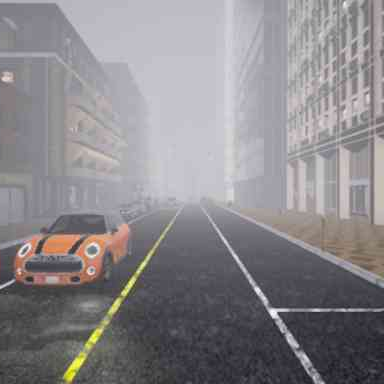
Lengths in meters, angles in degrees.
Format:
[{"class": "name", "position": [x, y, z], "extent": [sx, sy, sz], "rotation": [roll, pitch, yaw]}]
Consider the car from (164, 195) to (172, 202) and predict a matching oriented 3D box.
[{"class": "car", "position": [-5.680, 1.523, 79.198], "extent": [1.752, 1.417, 4.829], "rotation": [0, 0, 0]}]

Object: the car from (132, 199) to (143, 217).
[{"class": "car", "position": [-5.687, 1.570, 28.531], "extent": [1.802, 1.307, 4.206], "rotation": [0, 0, 0]}]

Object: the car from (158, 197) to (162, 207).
[{"class": "car", "position": [-5.683, 1.429, 51.126], "extent": [1.967, 1.590, 4.097], "rotation": [0, 0, 0]}]

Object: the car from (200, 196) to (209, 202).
[{"class": "car", "position": [2.701, 1.560, 73.718], "extent": [1.947, 1.339, 4.313], "rotation": [0, 0, 0]}]

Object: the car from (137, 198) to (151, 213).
[{"class": "car", "position": [-5.686, 1.570, 34.179], "extent": [1.802, 1.307, 4.206], "rotation": [0, 0, 0]}]

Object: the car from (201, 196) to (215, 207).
[{"class": "car", "position": [2.697, 1.514, 51.294], "extent": [1.752, 1.417, 4.829], "rotation": [0, 0, 0]}]

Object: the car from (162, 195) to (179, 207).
[{"class": "car", "position": [-3.071, 1.515, 50.775], "extent": [1.812, 1.442, 4.674], "rotation": [0, 0, 0]}]

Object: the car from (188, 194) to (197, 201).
[{"class": "car", "position": [0.012, 1.200, 79.774], "extent": [2.097, 1.767, 4.553], "rotation": [0, 0, 0]}]

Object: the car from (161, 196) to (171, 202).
[{"class": "car", "position": [-5.681, 1.561, 73.719], "extent": [1.947, 1.339, 4.313], "rotation": [0, 0, 0]}]

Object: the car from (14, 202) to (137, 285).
[{"class": "car", "position": [-3.099, 1.347, 9.610], "extent": [2.097, 1.767, 4.553], "rotation": [0, 0, 0]}]

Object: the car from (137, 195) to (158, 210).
[{"class": "car", "position": [-5.686, 1.304, 39.828], "extent": [2.192, 1.841, 5.009], "rotation": [0, 0, 0]}]
